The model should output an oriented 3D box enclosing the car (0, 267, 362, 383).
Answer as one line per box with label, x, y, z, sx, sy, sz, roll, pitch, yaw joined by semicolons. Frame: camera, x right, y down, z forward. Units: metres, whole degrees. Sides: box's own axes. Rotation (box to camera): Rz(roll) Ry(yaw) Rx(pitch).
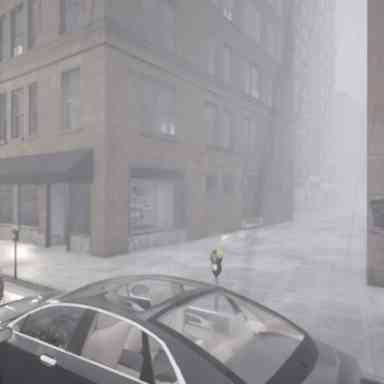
car;-0.693;1.549;3.333;4.403;1.369;2.008;0;0;35
